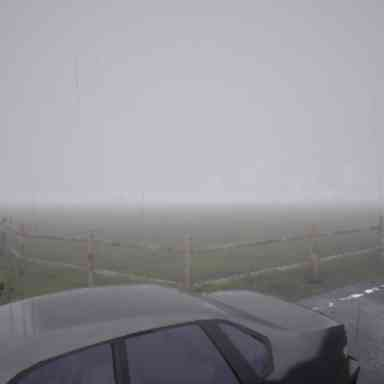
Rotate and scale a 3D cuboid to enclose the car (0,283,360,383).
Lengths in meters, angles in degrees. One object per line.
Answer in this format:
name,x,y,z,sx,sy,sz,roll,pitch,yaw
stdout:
car,-0.914,1.546,2.419,5.357,1.411,2.033,0,0,-36
